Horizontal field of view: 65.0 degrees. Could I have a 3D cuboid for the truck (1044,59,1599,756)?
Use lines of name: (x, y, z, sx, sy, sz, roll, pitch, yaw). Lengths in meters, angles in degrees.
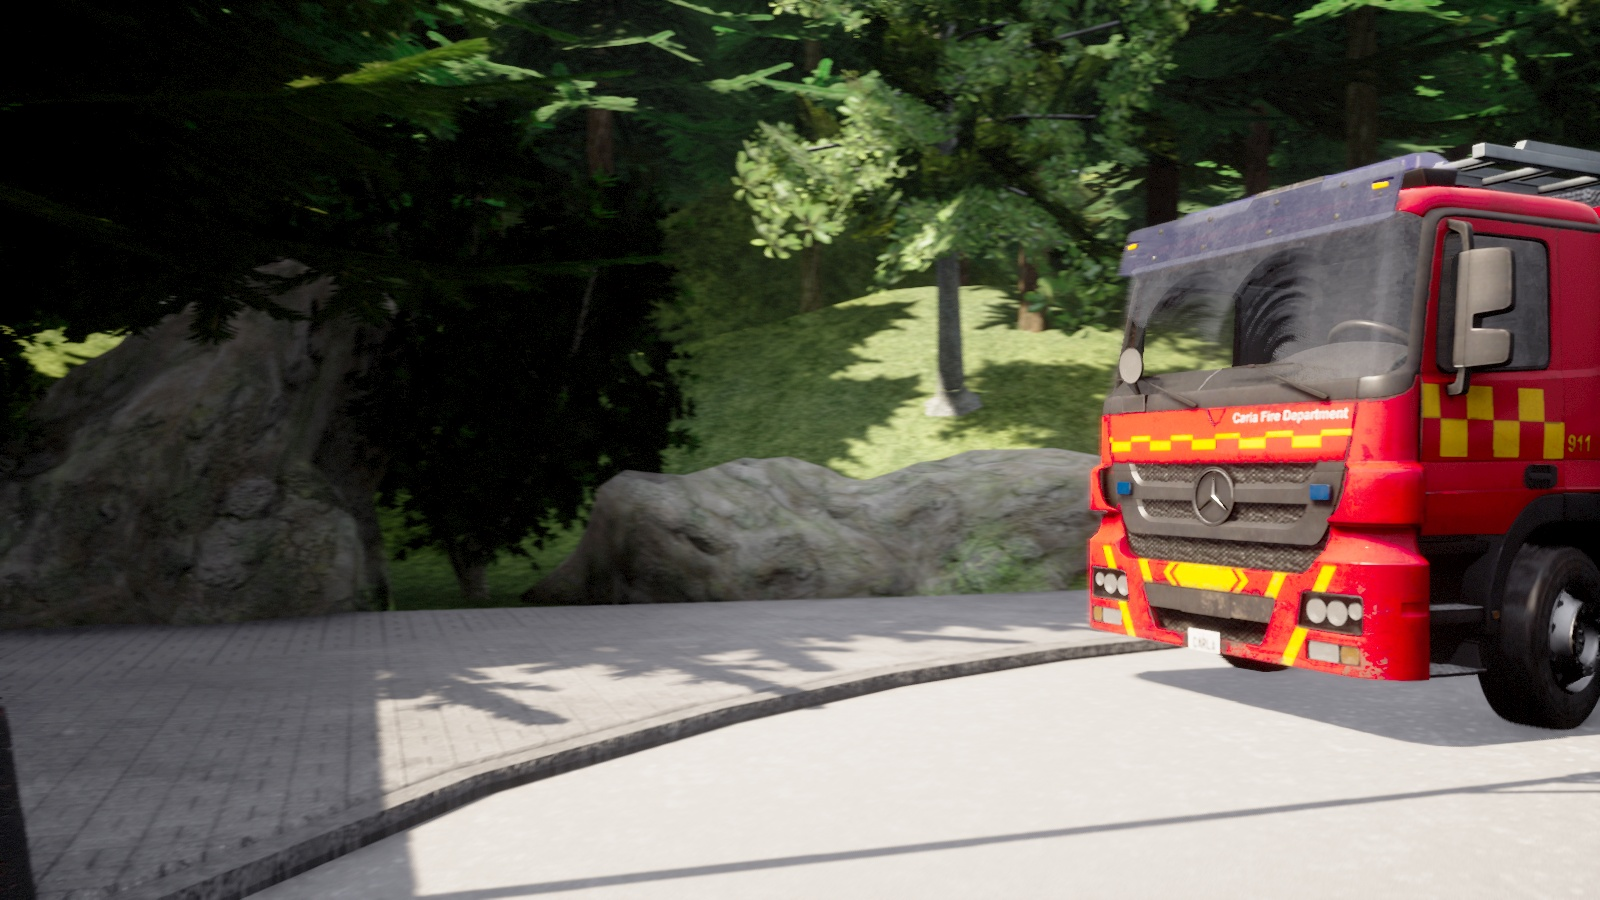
truck: (6.317, -0.188, 9.916, 8.468, 3.827, 2.891, 0, -1, -24)
